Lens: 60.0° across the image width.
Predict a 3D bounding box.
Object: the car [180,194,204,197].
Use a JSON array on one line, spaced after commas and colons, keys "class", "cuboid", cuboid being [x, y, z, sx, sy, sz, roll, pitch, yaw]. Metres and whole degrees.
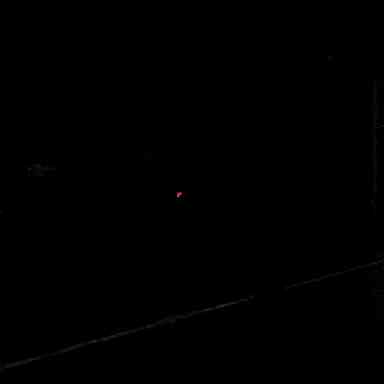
[{"class": "car", "cuboid": [0.561, 1.206, 36.814, 2.150, 2.045, 5.566, 0, 0, -37]}]
